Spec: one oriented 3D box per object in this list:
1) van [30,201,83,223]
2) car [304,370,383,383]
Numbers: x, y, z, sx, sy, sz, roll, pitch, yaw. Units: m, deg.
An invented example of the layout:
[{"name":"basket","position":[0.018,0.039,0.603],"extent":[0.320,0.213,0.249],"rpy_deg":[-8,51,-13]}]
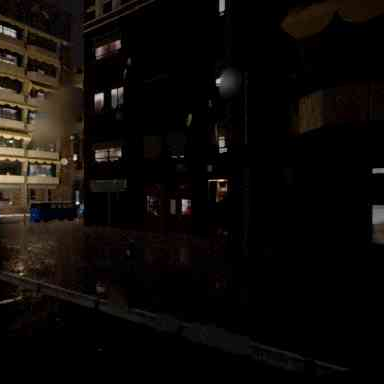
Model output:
[{"name":"van","position":[-11.897,1.706,28.812],"extent":[1.690,1.788,3.998],"rpy_deg":[-1,-2,35]},{"name":"car","position":[2.403,1.551,1.163],"extent":[4.403,1.369,2.008],"rpy_deg":[0,0,35]}]
